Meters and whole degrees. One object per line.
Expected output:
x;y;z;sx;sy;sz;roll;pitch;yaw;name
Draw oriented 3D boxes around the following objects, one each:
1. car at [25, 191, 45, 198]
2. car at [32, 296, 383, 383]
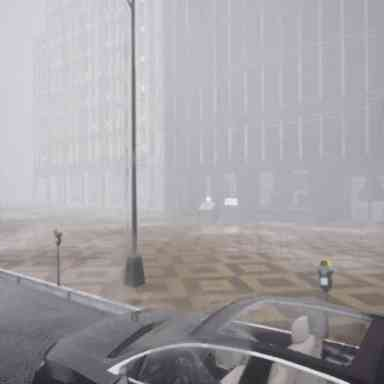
-35.769;0.618;75.845;1.967;1.590;4.097;0;0;36;car
0.529;1.545;2.511;4.403;1.369;2.008;0;-1;35;car
